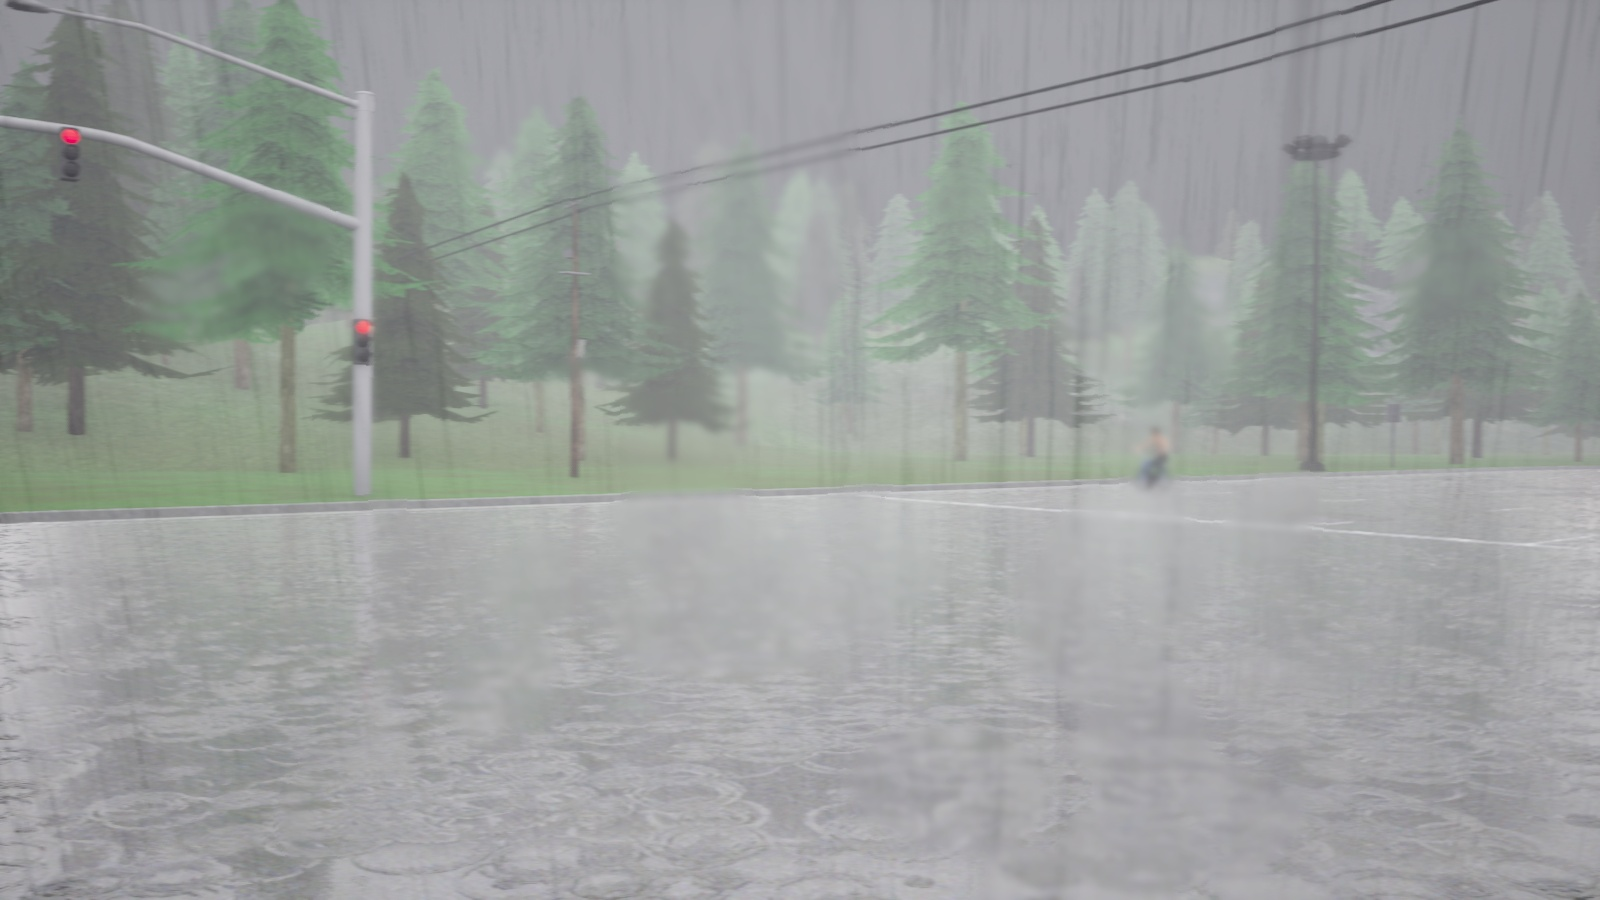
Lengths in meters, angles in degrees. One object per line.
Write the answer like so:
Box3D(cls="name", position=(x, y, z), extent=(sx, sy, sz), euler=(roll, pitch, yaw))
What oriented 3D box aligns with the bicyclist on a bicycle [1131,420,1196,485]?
Box3D(cls="bicyclist on a bicycle", position=(9.283, 0.061, 32.057), extent=(1.509, 1.612, 0.866), euler=(-1, 1, -38))
